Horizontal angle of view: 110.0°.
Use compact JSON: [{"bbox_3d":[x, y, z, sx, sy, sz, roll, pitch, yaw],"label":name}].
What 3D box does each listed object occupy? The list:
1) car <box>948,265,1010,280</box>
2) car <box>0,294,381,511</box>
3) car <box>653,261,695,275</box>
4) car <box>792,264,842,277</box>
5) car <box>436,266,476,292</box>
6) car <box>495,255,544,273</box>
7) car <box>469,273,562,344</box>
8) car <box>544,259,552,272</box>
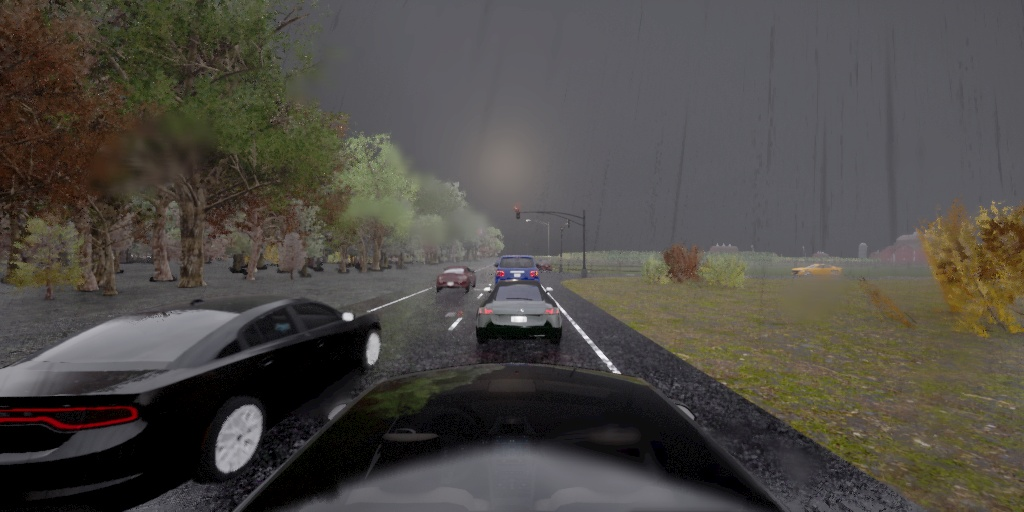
[{"bbox_3d":[49.460,1.848,37.921,4.181,1.385,1.994,1,-1,2],"label":"car"},{"bbox_3d":[-3.376,1.228,4.684,1.882,1.535,5.008,0,0,1],"label":"car"},{"bbox_3d":[18.851,1.363,42.007,4.553,1.767,2.097,1,-1,1],"label":"car"},{"bbox_3d":[35.421,1.668,41.749,5.008,1.535,1.882,1,-1,1],"label":"car"},{"bbox_3d":[-3.210,1.281,21.100,1.812,1.442,4.674,0,0,0],"label":"car"},{"bbox_3d":[0.272,0.976,19.050,2.150,2.045,5.566,0,0,1],"label":"car"},{"bbox_3d":[0.173,1.316,9.637,1.994,1.385,4.181,0,0,1],"label":"car"},{"bbox_3d":[3.123,1.138,47.688,2.097,1.767,4.553,1,1,-40],"label":"car"}]
